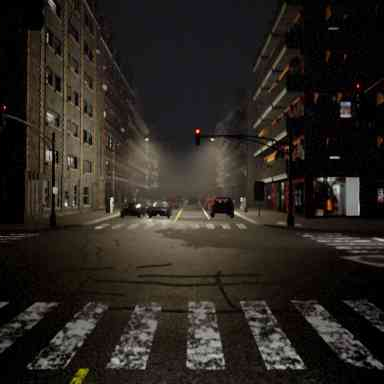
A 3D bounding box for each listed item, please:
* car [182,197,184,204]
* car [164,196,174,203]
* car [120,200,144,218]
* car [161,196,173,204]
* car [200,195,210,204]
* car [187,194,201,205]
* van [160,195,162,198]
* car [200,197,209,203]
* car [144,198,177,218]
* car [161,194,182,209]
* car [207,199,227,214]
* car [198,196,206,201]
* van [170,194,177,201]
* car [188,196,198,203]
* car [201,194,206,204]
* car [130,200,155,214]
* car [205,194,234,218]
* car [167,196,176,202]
[{"bbox_3d":[-2.624,1.437,64.315,2.097,1.767,4.553,0,0,0],"label":"car"},{"bbox_3d":[-5.158,1.650,74.395,1.752,1.417,4.829,1,0,0],"label":"car"},{"bbox_3d":[-5.240,1.569,30.070,1.947,1.339,4.313,1,0,0],"label":"car"},{"bbox_3d":[-5.168,1.647,69.003,2.008,1.369,4.403,1,0,0],"label":"car"},{"bbox_3d":[2.713,1.537,69.023,1.967,1.590,4.097,1,0,0],"label":"car"},{"bbox_3d":[0.221,1.533,59.847,1.882,1.535,5.008,0,0,0],"label":"car"},{"bbox_3d":[-5.175,1.410,63.439,1.690,1.788,3.998,1,0,0],"label":"van"},{"bbox_3d":[2.722,1.707,74.583,1.802,1.307,4.206,1,0,0],"label":"car"},{"bbox_3d":[-2.790,1.549,30.279,2.033,1.411,5.357,0,0,0],"label":"car"},{"bbox_3d":[-2.755,1.491,44.775,1.882,1.535,5.008,0,1,0],"label":"car"},{"bbox_3d":[2.651,1.530,35.830,1.752,1.417,4.829,1,0,0],"label":"car"},{"bbox_3d":[2.754,1.787,91.274,1.947,1.339,4.313,1,0,0],"label":"car"},{"bbox_3d":[-5.123,1.562,91.259,1.690,1.788,3.998,1,0,0],"label":"van"},{"bbox_3d":[0.208,1.580,70.287,1.882,1.535,5.008,0,0,0],"label":"car"},{"bbox_3d":[2.664,1.324,41.225,2.192,1.841,5.009,1,0,0],"label":"car"},{"bbox_3d":[-5.230,1.570,35.631,1.947,1.339,4.313,1,0,0],"label":"car"},{"bbox_3d":[2.644,1.318,30.101,2.192,1.841,5.009,1,0,0],"label":"car"},{"bbox_3d":[-5.137,1.740,85.694,2.008,1.369,4.403,1,0,0],"label":"car"}]
